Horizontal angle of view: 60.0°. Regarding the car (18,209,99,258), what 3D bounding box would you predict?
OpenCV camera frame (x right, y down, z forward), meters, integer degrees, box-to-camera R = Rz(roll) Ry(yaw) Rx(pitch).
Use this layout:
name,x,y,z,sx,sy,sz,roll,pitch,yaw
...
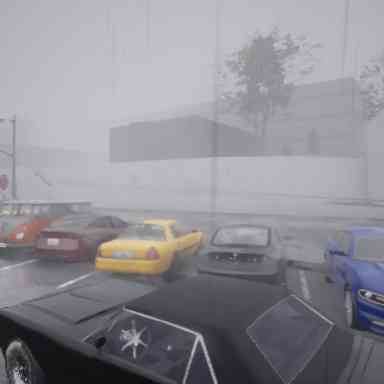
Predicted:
name,x,y,z,sx,sy,sz,roll,pitch,yaw
car,-3.419,1.531,11.947,2.163,1.488,4.792,0,-1,15

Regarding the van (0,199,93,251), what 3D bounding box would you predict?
name,x,y,z,sx,sy,sz,roll,pitch,yaw
van,-5.880,1.278,13.538,1.878,1.987,4.442,0,-1,15

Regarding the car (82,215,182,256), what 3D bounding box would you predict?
name,x,y,z,sx,sy,sz,roll,pitch,yaw
car,-0.947,1.496,10.368,1.946,1.575,5.366,0,-1,15

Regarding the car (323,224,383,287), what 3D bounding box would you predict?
name,x,y,z,sx,sy,sz,roll,pitch,yaw
car,3.869,1.492,6.731,2.097,1.535,5.008,1,-1,15

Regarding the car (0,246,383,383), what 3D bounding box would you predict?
name,x,y,z,sx,sy,sz,roll,pitch,yaw
car,-0.106,1.602,3.453,4.718,1.301,1.895,0,0,35

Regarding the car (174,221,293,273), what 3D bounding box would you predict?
name,x,y,z,sx,sy,sz,roll,pitch,yaw
car,1.431,1.495,8.453,2.231,1.521,4.892,0,-1,15
